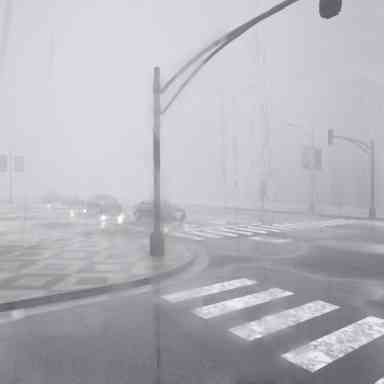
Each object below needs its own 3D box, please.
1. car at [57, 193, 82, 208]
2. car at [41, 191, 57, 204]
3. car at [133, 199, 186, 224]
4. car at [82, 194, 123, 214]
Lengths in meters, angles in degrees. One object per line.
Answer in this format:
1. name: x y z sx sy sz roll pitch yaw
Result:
1. car: -13.585 1.077 38.076 1.895 1.301 4.718 0 1 -36
2. car: -19.714 0.671 46.651 2.097 1.767 4.553 0 1 -35
3. car: -2.272 1.243 22.351 2.128 1.511 4.902 0 1 -36
4. car: -8.074 0.964 30.411 2.097 1.767 4.553 0 1 -36
